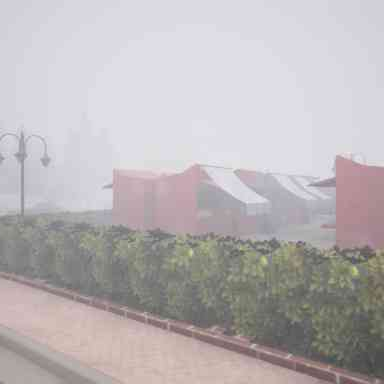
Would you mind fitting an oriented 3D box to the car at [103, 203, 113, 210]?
[{"bbox_3d":[-7.328,1.548,35.810,2.128,1.511,4.902,0,0,36],"label":"car"}]

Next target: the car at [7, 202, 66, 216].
[{"bbox_3d":[-12.968,1.581,28.004,1.812,1.442,4.674,0,0,35],"label":"car"}]
